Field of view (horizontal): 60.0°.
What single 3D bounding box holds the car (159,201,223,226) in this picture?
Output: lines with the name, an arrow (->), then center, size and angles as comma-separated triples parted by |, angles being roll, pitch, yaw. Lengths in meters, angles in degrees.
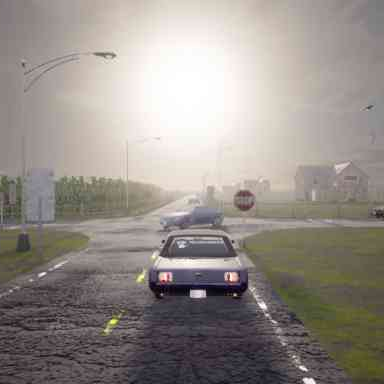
car -> 0.059, 1.531, 20.855 | 1.812, 1.442, 4.674 | -1, -1, 45

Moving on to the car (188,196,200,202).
car -> 0.366, 1.541, 62.529 | 2.128, 1.511, 4.902 | 0, 0, 0

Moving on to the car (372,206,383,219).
car -> 16.241, 1.333, 24.982 | 5.008, 1.535, 1.882 | 0, 0, 1

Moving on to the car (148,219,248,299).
car -> 0.154, 1.602, 8.391 | 1.895, 1.301, 4.718 | 0, 0, 1
